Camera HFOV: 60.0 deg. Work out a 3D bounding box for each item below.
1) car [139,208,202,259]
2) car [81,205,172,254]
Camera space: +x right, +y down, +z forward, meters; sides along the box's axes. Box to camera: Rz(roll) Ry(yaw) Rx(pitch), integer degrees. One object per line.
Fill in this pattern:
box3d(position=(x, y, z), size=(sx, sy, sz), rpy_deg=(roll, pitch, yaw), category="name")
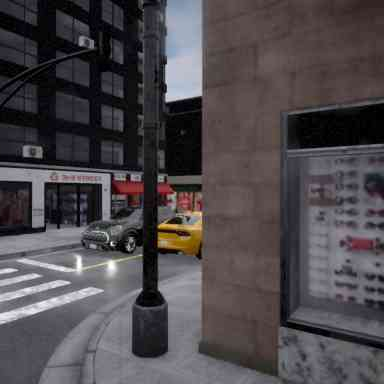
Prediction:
box3d(position=(0.465, 1.501, 12.860), size=(1.882, 1.535, 5.008), rpy_deg=(0, 0, 33), category="car")
box3d(position=(-2.319, 1.366, 13.813), size=(2.097, 1.767, 4.553), rpy_deg=(0, 0, 33), category="car")
